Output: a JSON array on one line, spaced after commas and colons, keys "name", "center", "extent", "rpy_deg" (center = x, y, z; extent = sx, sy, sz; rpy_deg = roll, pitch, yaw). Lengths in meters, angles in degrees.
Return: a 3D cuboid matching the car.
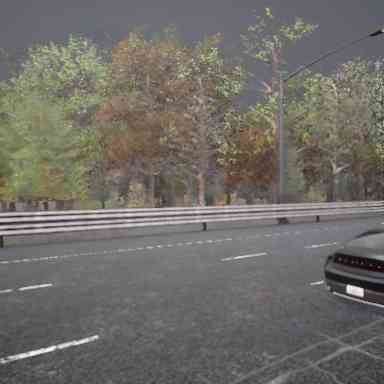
[{"name": "car", "center": [4.903, 1.505, 7.224], "extent": [4.892, 1.490, 1.837], "rpy_deg": [0, 0, -33]}]
